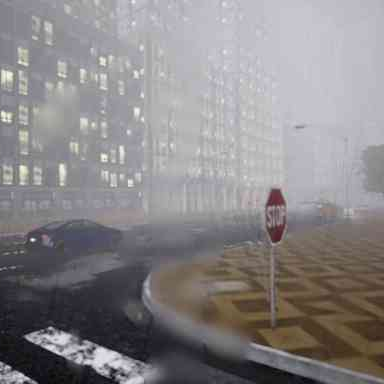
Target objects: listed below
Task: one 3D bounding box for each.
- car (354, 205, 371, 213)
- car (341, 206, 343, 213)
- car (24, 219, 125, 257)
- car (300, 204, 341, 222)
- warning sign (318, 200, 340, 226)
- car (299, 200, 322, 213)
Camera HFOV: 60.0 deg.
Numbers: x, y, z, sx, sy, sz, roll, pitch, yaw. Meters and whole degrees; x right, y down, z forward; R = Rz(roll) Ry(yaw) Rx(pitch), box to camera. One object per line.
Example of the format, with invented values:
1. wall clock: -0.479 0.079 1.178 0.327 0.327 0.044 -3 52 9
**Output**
1. car: 26.799 2.617 52.170 1.895 1.301 4.718 -2 -2 36
2. car: 21.682 2.514 50.851 2.128 1.511 4.902 -2 -2 36
3. car: -4.912 1.852 14.402 1.994 1.385 4.181 -2 -2 36
4. car: 12.872 2.185 33.168 2.033 1.411 5.357 -2 -2 36
5. warning sign: 10.252 1.562 24.930 1.300 1.860 1.060 0 0 36
6. car: 15.401 2.071 42.218 2.150 2.045 5.566 -2 -2 36
